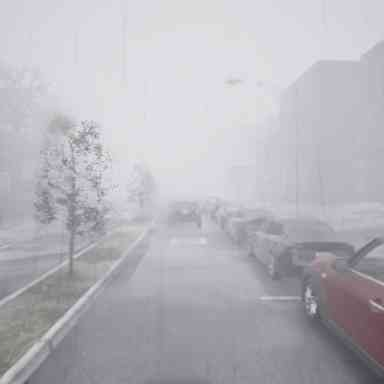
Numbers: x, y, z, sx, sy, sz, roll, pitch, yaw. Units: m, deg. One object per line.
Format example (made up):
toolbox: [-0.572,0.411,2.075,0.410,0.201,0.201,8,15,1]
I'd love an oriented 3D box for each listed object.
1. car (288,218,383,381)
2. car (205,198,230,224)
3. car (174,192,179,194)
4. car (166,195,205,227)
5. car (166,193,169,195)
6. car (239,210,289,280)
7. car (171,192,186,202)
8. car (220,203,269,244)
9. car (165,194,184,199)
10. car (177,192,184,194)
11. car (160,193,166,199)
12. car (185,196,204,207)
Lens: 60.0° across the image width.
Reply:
car: [3.058,1.350,4.271,2.185,1.767,4.553,1,0,0]
car: [2.253,1.455,26.695,2.163,1.488,4.792,0,0,-3]
car: [-1.955,1.264,65.549,1.946,1.575,5.366,0,0,-9]
car: [-0.541,1.302,22.689,2.097,1.767,4.553,0,0,-3]
car: [-3.893,1.189,76.334,2.231,1.521,4.892,0,0,-11]
car: [2.948,1.495,9.893,2.163,1.488,4.792,0,0,-1]
car: [-2.874,0.980,70.879,2.435,2.045,5.566,0,0,-10]
car: [2.780,1.483,15.576,2.163,1.488,4.792,0,0,-2]
car: [-1.895,1.383,40.982,2.128,1.511,4.902,0,0,-5]
car: [-1.114,1.296,60.048,1.946,1.575,5.366,0,0,-8]
car: [-6.344,1.082,87.391,1.946,1.575,5.366,0,0,-13]
car: [0.303,1.350,48.816,2.097,1.535,5.008,0,0,-6]
